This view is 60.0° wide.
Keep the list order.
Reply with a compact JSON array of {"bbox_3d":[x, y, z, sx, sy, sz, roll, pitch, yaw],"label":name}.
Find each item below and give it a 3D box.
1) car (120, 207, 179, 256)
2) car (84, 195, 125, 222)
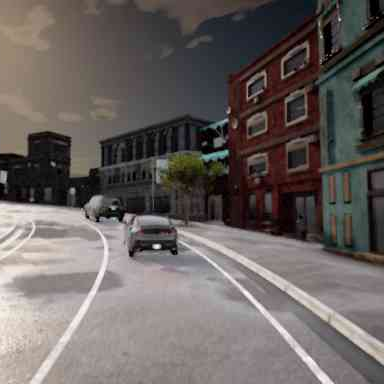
[{"bbox_3d":[-1.794,1.615,13.739,1.837,1.490,4.892,1,0,-14],"label":"car"},{"bbox_3d":[-7.116,1.285,26.828,2.150,2.045,5.566,2,0,-30],"label":"car"}]
